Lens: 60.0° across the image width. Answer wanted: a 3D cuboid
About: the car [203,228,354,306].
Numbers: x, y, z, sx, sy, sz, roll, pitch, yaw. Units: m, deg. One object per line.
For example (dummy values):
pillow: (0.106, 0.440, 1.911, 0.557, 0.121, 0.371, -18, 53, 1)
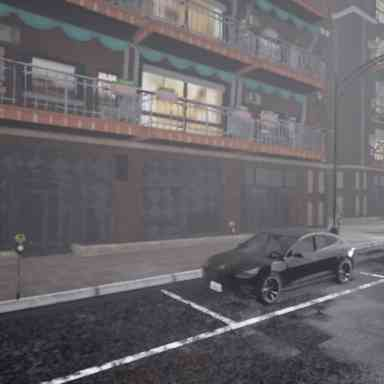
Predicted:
car: (2.280, 1.605, 8.174, 4.313, 1.339, 1.947, 0, 1, -36)
